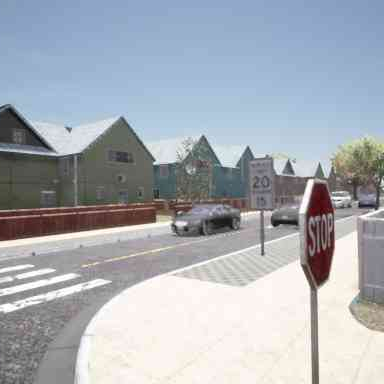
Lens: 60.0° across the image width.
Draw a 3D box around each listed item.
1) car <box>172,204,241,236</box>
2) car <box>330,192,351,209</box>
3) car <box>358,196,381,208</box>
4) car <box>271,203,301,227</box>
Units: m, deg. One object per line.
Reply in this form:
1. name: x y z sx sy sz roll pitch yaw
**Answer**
1. car: 0.900 1.440 18.058 2.128 1.511 4.902 -2 -1 37
2. car: 17.638 0.980 40.282 2.150 2.045 5.566 -2 -1 37
3. car: 22.155 1.229 41.495 1.994 1.385 4.181 -2 -1 37
4. car: 6.520 1.393 20.636 1.994 1.385 4.181 -2 -1 37
